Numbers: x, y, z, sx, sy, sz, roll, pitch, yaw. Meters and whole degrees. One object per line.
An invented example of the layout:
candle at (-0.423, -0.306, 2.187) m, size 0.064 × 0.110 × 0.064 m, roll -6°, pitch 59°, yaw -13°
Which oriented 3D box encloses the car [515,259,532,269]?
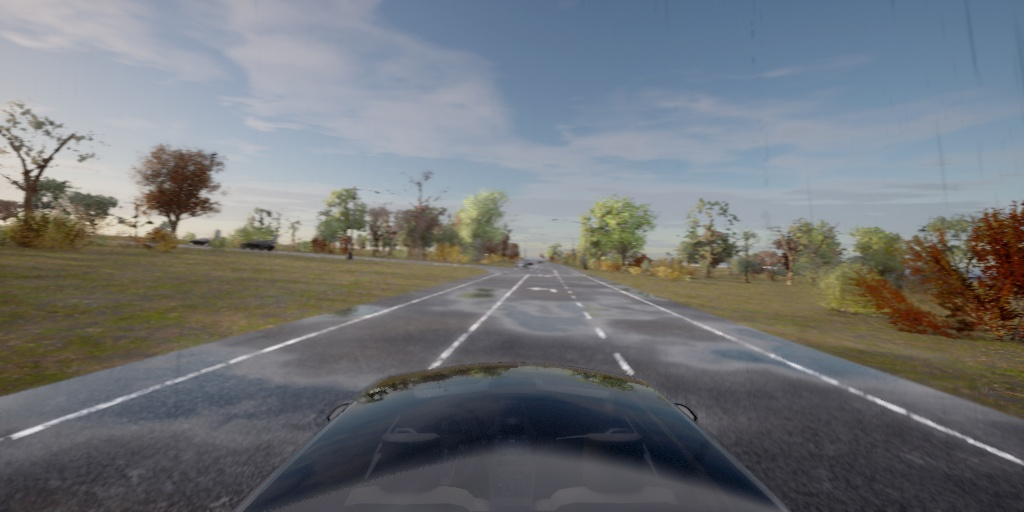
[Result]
car at (1.577, 1.347, 58.248) m, size 2.128 × 1.511 × 4.902 m, roll 3°, pitch 0°, yaw 5°
